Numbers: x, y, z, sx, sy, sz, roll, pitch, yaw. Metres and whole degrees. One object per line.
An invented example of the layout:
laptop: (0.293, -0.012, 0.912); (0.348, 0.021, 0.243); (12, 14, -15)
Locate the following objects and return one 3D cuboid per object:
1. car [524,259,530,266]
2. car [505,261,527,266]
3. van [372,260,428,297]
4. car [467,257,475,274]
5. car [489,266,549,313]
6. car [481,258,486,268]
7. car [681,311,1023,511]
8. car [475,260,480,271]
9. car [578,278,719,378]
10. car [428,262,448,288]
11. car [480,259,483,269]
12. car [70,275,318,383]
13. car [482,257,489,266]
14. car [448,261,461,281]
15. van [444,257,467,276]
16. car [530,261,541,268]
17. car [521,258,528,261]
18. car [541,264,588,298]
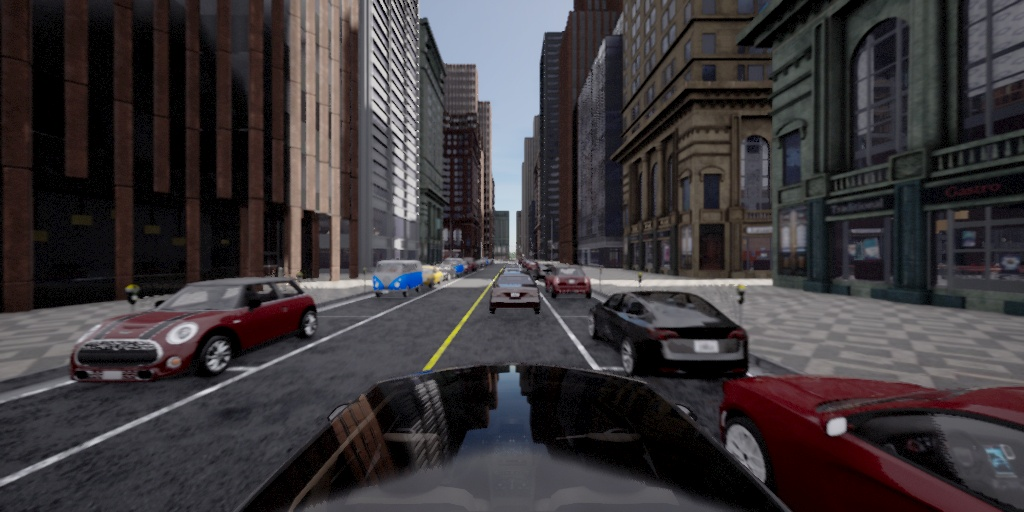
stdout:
car: (2.762, 1.368, 46.626); (1.802, 1.307, 4.207); (0, 0, 0)
car: (0.099, 1.372, 32.427); (1.895, 1.301, 4.718); (0, 0, 0)
van: (-5.763, 1.101, 18.437); (1.690, 1.789, 3.998); (0, 0, 0)
car: (-5.763, 1.220, 40.983); (1.967, 1.591, 4.097); (0, 0, 0)
car: (0.099, 1.304, 14.109); (2.033, 1.411, 5.357); (0, 0, 0)
car: (-5.763, 1.364, 57.893); (1.948, 1.339, 4.313); (0, 0, 0)
car: (2.762, 1.295, 1.536); (1.888, 1.381, 4.507); (0, 0, 0)
car: (-5.763, 1.101, 46.620); (2.192, 1.841, 5.009); (0, 0, 0)
car: (2.762, 1.319, 7.172); (1.948, 1.339, 4.313); (0, 0, 0)
car: (-5.763, 1.289, 23.904); (1.751, 1.417, 4.829); (0, 0, 0)
car: (-5.763, 1.358, 52.257); (1.948, 1.339, 4.313); (0, 0, 0)
car: (-5.763, 1.193, 7.164); (1.967, 1.591, 4.097); (0, 0, 0)
car: (-5.763, 1.355, 63.529); (2.007, 1.370, 4.403); (0, 0, 0)
car: (-5.763, 1.319, 29.710); (2.007, 1.370, 4.403); (0, 0, 0)
van: (-5.763, 1.115, 35.346); (1.690, 1.789, 3.998); (0, 0, 0)
car: (2.762, 1.335, 29.716); (1.948, 1.339, 4.313); (0, 0, 0)
car: (2.762, 1.380, 57.898); (1.802, 1.307, 4.207); (0, 0, 0)
car: (2.762, 1.200, 18.444); (1.967, 1.591, 4.097); (0, 0, 0)
